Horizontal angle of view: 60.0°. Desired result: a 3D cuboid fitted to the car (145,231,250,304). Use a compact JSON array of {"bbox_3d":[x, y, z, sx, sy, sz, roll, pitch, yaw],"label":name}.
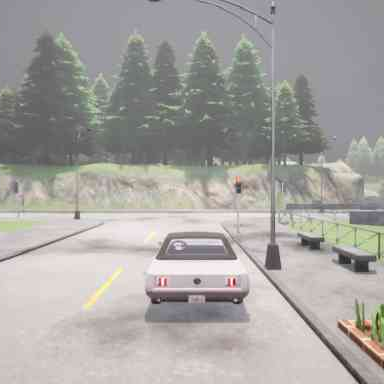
[{"bbox_3d":[0.095,1.602,8.086,1.895,1.301,4.718,0,0,0],"label":"car"}]
